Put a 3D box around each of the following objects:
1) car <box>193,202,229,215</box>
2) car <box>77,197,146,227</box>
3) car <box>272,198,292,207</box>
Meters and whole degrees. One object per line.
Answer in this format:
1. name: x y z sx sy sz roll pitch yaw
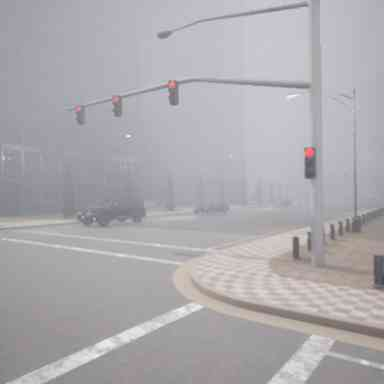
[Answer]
1. car: 2.109 1.781 36.384 1.895 1.301 4.718 -1 0 36
2. car: -5.929 1.409 25.291 2.150 2.045 5.566 -1 -1 36
3. car: 14.523 1.660 53.396 2.128 1.511 4.902 -1 -1 36
